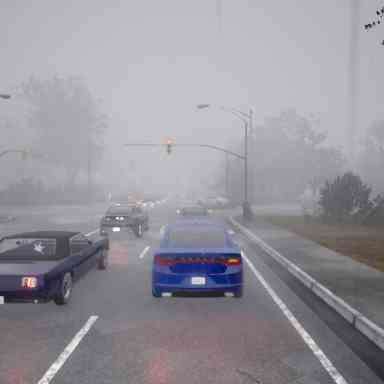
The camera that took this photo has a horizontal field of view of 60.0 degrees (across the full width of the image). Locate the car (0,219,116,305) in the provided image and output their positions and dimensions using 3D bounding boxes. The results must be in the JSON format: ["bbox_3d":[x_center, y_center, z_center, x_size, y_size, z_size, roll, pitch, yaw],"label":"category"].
[{"bbox_3d":[-3.385,1.573,7.986,1.895,1.301,4.718,0,0,0],"label":"car"}]

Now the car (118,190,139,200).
[{"bbox_3d":[-10.524,0.930,53.845,2.097,1.767,4.553,0,0,1],"label":"car"}]

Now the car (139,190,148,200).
[{"bbox_3d":[-10.449,0.709,63.428,2.150,2.045,5.566,0,1,0],"label":"car"}]

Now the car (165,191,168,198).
[{"bbox_3d":[-6.968,0.957,74.287,1.895,1.301,4.718,0,1,-1],"label":"car"}]

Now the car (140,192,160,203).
[{"bbox_3d":[-6.995,1.127,55.454,1.994,1.385,4.181,0,1,0],"label":"car"}]

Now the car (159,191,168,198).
[{"bbox_3d":[-7.284,0.571,84.521,2.097,1.767,4.553,0,1,-3],"label":"car"}]

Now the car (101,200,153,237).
[{"bbox_3d":[-3.370,1.402,17.237,1.837,1.490,4.892,0,0,0],"label":"car"}]

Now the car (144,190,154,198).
[{"bbox_3d":[-10.774,0.445,84.223,2.150,2.045,5.566,0,1,-3],"label":"car"}]

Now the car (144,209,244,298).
[{"bbox_3d":[0.116,1.446,8.531,1.882,1.535,5.008,0,0,0],"label":"car"}]

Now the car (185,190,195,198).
[{"bbox_3d":[-0.322,0.419,85.404,2.150,2.045,5.566,0,1,-4],"label":"car"}]

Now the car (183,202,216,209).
[{"bbox_3d":[0.130,1.458,17.513,1.994,1.385,4.181,0,0,0],"label":"car"}]

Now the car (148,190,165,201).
[{"bbox_3d":[-6.951,0.956,64.262,1.882,1.535,5.008,0,1,0],"label":"car"}]

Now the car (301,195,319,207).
[{"bbox_3d":[16.611,1.179,42.943,4.892,1.490,1.837,0,0,-3],"label":"car"}]

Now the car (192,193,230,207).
[{"bbox_3d":[2.806,1.185,44.480,4.674,1.442,1.812,1,2,32],"label":"car"}]

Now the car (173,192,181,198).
[{"bbox_3d":[-3.839,0.741,85.603,2.033,1.411,5.357,0,1,-4],"label":"car"}]
